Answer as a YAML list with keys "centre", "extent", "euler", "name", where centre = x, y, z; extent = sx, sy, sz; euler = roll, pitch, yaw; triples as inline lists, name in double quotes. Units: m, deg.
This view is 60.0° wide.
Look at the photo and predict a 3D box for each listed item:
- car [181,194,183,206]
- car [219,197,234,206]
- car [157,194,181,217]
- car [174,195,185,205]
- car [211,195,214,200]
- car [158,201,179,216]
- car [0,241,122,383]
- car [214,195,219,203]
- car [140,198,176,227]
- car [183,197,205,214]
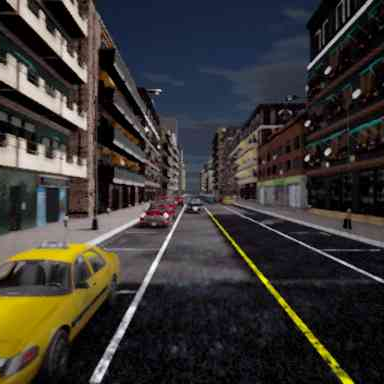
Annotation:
- centre: [-2.320, 1.321, 56.243]
  extent: [2.192, 1.841, 5.009]
  euler: [0, 0, 0]
  name: "car"
- centre: [6.059, 1.561, 56.406]
  extent: [1.752, 1.417, 4.829]
  euler: [0, 0, 0]
  name: "car"
- centre: [-2.328, 1.316, 28.061]
  extent: [2.192, 1.841, 5.009]
  euler: [0, 0, 0]
  name: "car"
- centre: [-2.320, 1.447, 61.878]
  extent: [1.967, 1.590, 4.097]
  euler: [0, 0, 0]
  name: "car"
- centre: [6.068, 1.589, 90.053]
  extent: [2.008, 1.369, 4.403]
  euler: [0, 0, 0]
  name: "car"
- centre: [-2.329, 1.584, 33.697]
  extent: [1.802, 1.307, 4.206]
  euler: [0, 0, 0]
  name: "car"
- centre: [-2.336, 1.519, 5.344]
  extent: [1.752, 1.417, 4.829]
  euler: [0, 0, 0]
  name: "car"
- centre: [6.062, 1.581, 67.509]
  extent: [1.887, 1.381, 4.507]
  euler: [0, 0, 0]
  name: "car"
- centre: [-2.331, 1.440, 22.425]
  extent: [1.967, 1.590, 4.097]
  euler: [0, 0, 0]
  name: "car"
- centre: [0.362, 1.504, 36.050]
  extent: [2.128, 1.511, 4.902]
  euler: [0, 0, 0]
  name: "car"
